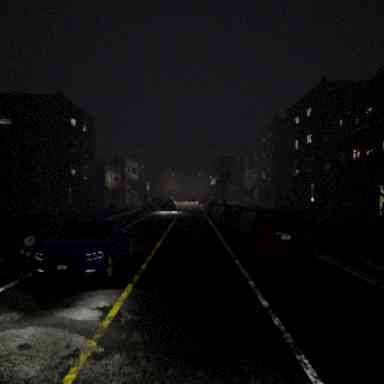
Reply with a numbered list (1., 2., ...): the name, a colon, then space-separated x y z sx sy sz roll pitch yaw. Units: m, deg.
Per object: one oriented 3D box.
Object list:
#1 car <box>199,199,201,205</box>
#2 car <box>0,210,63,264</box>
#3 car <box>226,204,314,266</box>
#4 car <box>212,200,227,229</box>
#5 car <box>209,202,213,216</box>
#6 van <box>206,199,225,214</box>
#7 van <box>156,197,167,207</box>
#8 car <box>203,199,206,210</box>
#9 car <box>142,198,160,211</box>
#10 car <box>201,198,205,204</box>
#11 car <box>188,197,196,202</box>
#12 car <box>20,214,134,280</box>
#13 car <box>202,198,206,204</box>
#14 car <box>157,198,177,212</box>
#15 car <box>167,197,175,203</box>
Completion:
1. car: 2.366 1.999 68.643 1.812 1.442 4.674 0 0 0
2. car: -5.691 1.523 11.881 1.967 1.590 4.097 -1 0 0
3. car: 2.688 1.399 11.883 2.192 1.841 5.009 -1 0 0
4. car: 2.692 1.600 22.978 1.967 1.590 4.097 -1 0 0
5. car: 2.695 1.780 28.526 1.802 1.307 4.206 -1 0 0
6. van: 2.693 1.578 34.076 1.690 1.788 3.998 -1 0 0
7. van: -5.682 1.768 61.816 1.690 1.788 3.998 -1 0 0
8. car: 2.697 1.819 39.623 1.887 1.381 4.507 -1 0 0
9. car: -5.683 1.863 45.170 2.008 1.369 4.403 -1 0 0
10. car: 2.699 1.933 50.719 1.802 1.307 4.206 -1 0 0
11. car: 0.018 1.989 87.301 1.812 1.442 4.674 0 0 0
12. car: -3.082 1.550 10.423 1.882 1.535 5.008 0 -1 0
13. car: 2.698 1.895 45.170 1.802 1.307 4.206 -1 0 0
14. car: -3.076 1.870 44.259 1.994 1.385 4.181 0 0 0
15. car: -5.674 2.160 89.556 1.887 1.381 4.507 -1 0 0
